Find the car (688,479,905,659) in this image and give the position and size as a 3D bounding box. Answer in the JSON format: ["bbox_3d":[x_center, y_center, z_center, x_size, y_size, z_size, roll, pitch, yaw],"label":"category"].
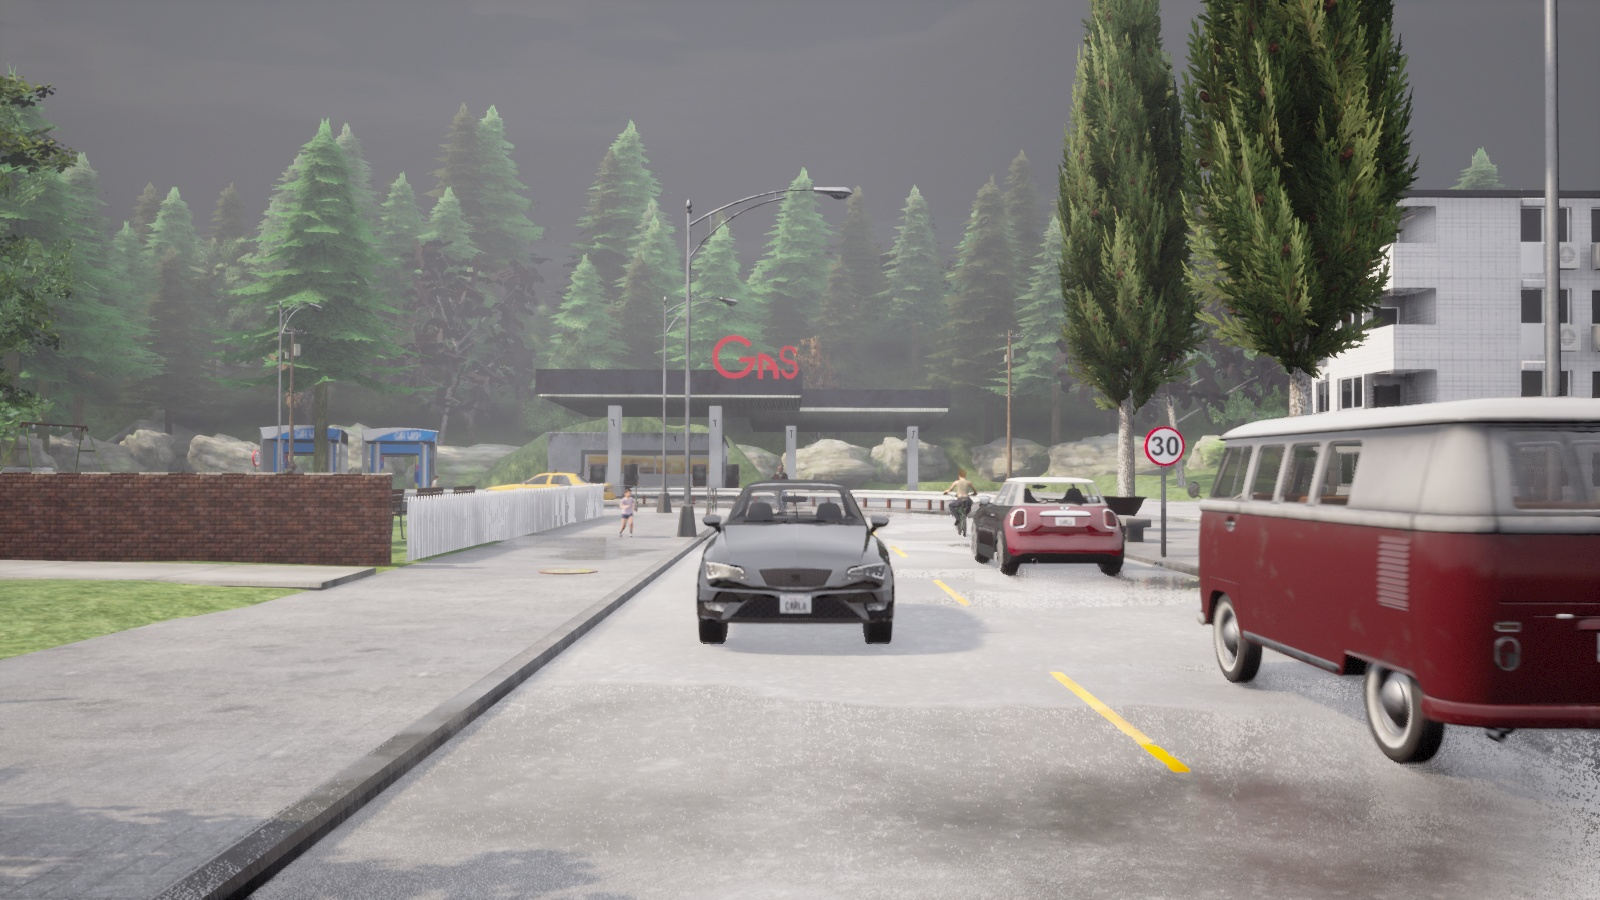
[{"bbox_3d":[-0.036,1.040,12.619,1.816,1.474,4.193,0,-1,0],"label":"car"}]

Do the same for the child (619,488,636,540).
[{"bbox_3d":[-3.711,1.372,27.015,0.255,1.110,0.394,0,-1,-27],"label":"child"}]

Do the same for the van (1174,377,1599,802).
[{"bbox_3d":[3.977,0.687,8.114,1.775,1.987,4.442,0,-1,0],"label":"van"}]

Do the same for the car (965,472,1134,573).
[{"bbox_3d":[3.942,1.107,20.473,1.970,1.475,3.806,0,-1,0],"label":"car"}]

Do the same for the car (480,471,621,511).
[{"bbox_3d":[-10.150,1.654,51.334,5.366,1.575,1.801,0,-1,2],"label":"car"}]

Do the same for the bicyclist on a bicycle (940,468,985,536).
[{"bbox_3d":[3.917,1.245,30.428,0.866,1.612,1.509,0,-1,0],"label":"bicyclist on a bicycle"}]

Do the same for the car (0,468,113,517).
[{"bbox_3d":[-28.669,1.579,47.213,4.553,1.767,2.097,0,-1,0],"label":"car"}]
